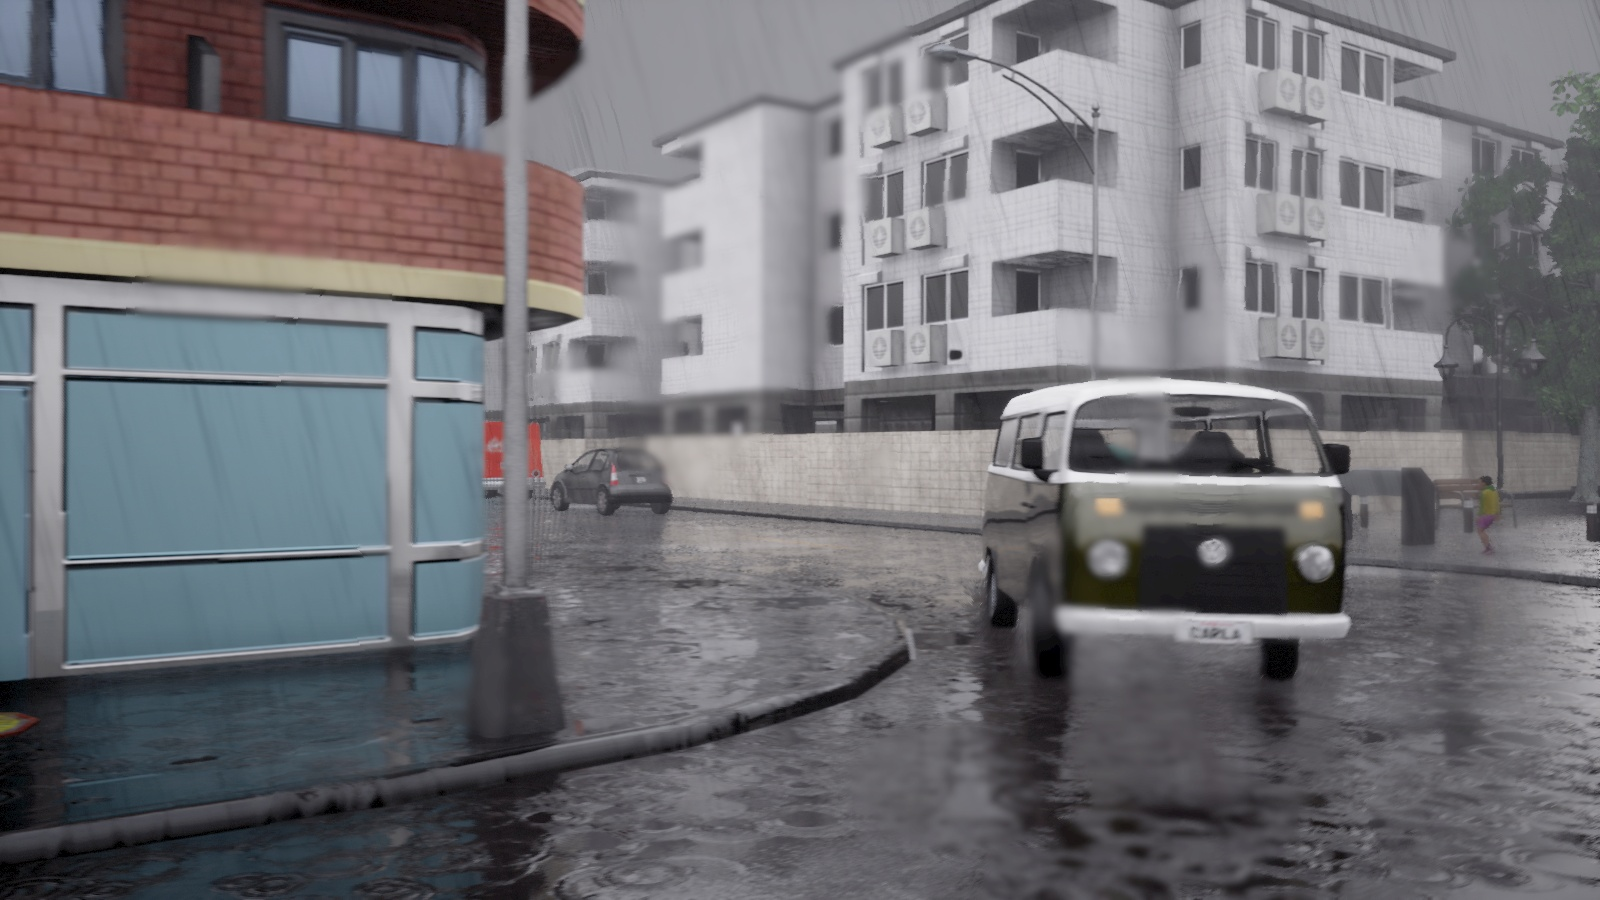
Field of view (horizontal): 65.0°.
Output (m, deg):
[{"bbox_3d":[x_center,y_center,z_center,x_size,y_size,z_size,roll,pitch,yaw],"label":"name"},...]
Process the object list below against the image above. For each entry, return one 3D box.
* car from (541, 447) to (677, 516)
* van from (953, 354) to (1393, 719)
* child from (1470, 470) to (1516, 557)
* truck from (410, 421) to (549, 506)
[{"bbox_3d":[-4.841,0.747,31.492,1.851,1.617,3.988,0,0,-34],"label":"car"},{"bbox_3d":[2.383,0.491,9.370,2.069,2.038,4.480,1,0,2],"label":"van"},{"bbox_3d":[9.521,0.862,17.255,0.299,1.160,0.473,0,0,-33],"label":"child"},{"bbox_3d":[-10.151,0.399,39.440,2.627,2.467,5.204,0,0,-34],"label":"truck"}]
